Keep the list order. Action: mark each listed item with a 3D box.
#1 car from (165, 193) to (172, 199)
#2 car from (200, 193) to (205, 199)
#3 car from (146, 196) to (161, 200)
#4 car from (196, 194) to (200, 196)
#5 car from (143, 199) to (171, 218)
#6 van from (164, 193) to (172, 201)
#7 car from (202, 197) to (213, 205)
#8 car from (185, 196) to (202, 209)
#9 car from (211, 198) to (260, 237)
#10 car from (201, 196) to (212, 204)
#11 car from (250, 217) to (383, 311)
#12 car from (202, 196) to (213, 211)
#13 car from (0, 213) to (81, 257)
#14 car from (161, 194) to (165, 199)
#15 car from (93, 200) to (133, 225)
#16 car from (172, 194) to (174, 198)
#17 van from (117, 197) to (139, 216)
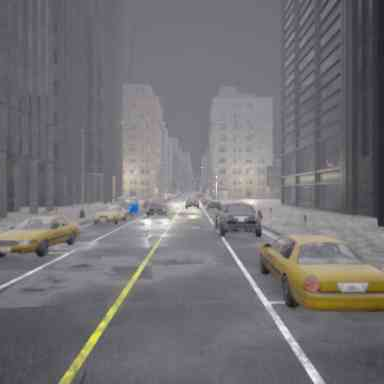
[{"bbox_3d":[-5.848,1.511,69.582,1.947,1.339,4.313,0,0,0],"label":"car"},{"bbox_3d":[2.675,1.416,52.637,1.967,1.590,4.097,0,0,0],"label":"car"},{"bbox_3d":[-5.852,1.567,47.022,1.802,1.307,4.206,0,0,0],"label":"car"},{"bbox_3d":[0.009,1.512,58.674,2.033,1.411,5.357,0,0,0],"label":"car"},{"bbox_3d":[-3.095,1.604,30.745,1.895,1.301,4.718,0,0,0],"label":"car"},{"bbox_3d":[-5.847,1.264,80.863,1.690,1.788,3.998,0,0,0],"label":"van"},{"bbox_3d":[2.676,1.548,58.277,1.802,1.307,4.206,0,0,0],"label":"car"},{"bbox_3d":[0.076,1.588,45.681,1.895,1.301,4.718,0,0,0],"label":"car"},{"bbox_3d":[2.391,1.358,18.236,2.097,1.767,4.553,0,0,0],"label":"car"},{"bbox_3d":[2.677,1.500,63.916,1.887,1.381,4.507,0,0,0],"label":"car"},{"bbox_3d":[2.668,1.527,7.731,1.752,1.417,4.829,0,0,1],"label":"car"},{"bbox_3d":[2.673,1.544,41.359,2.008,1.369,4.403,0,0,0],"label":"car"},{"bbox_3d":[-5.865,1.528,12.978,1.752,1.417,4.829,0,0,1],"label":"car"},{"bbox_3d":[-5.851,1.416,52.663,1.967,1.590,4.097,0,0,0],"label":"car"},{"bbox_3d":[-5.857,1.531,24.291,1.752,1.417,4.829,0,0,0],"label":"car"},{"bbox_3d":[-5.847,1.251,75.222,2.192,1.841,5.009,0,0,0],"label":"car"},{"bbox_3d":[-5.855,1.346,30.103,1.690,1.788,3.998,0,0,0],"label":"van"}]
